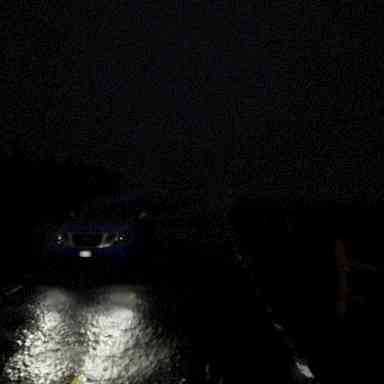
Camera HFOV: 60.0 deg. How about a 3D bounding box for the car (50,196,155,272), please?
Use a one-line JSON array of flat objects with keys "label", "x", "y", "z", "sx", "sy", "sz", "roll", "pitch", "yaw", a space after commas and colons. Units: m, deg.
[{"label": "car", "x": -2.571, "y": 1.179, "z": 11.023, "sx": 2.150, "sy": 2.045, "sz": 5.566, "roll": 0, "pitch": 0, "yaw": 2}]
